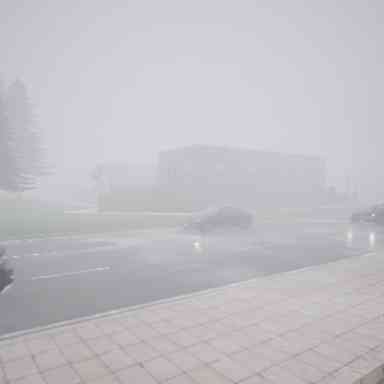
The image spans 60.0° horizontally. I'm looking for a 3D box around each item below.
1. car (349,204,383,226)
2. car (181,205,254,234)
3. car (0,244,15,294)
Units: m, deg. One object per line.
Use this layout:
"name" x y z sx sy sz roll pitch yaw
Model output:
"car" 12.793 1.532 22.825 4.718 1.301 1.895 0 0 -36
"car" 1.542 1.486 19.199 4.674 1.442 1.812 0 0 -35
"car" -5.689 1.497 5.461 4.902 1.511 2.128 0 0 -35
